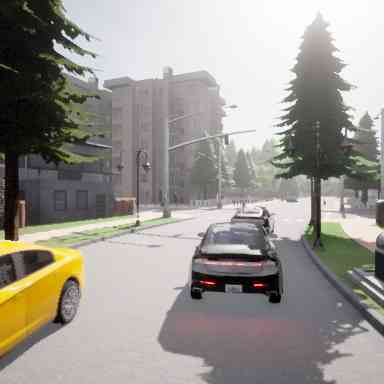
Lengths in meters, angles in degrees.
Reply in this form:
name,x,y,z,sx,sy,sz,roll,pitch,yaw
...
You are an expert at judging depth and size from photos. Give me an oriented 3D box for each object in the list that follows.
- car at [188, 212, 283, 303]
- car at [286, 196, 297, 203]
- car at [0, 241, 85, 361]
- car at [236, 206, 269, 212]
name,x,y,z,sx,sy,sz,roll,pitch,yaw
car,1.104,1.492,8.277,2.128,1.511,4.902,0,0,9
car,20.663,1.512,69.075,1.882,1.535,5.008,0,0,24
car,-3.163,1.477,4.390,1.882,1.535,5.008,0,0,6
car,3.230,1.492,17.384,2.128,1.511,4.902,0,0,18
